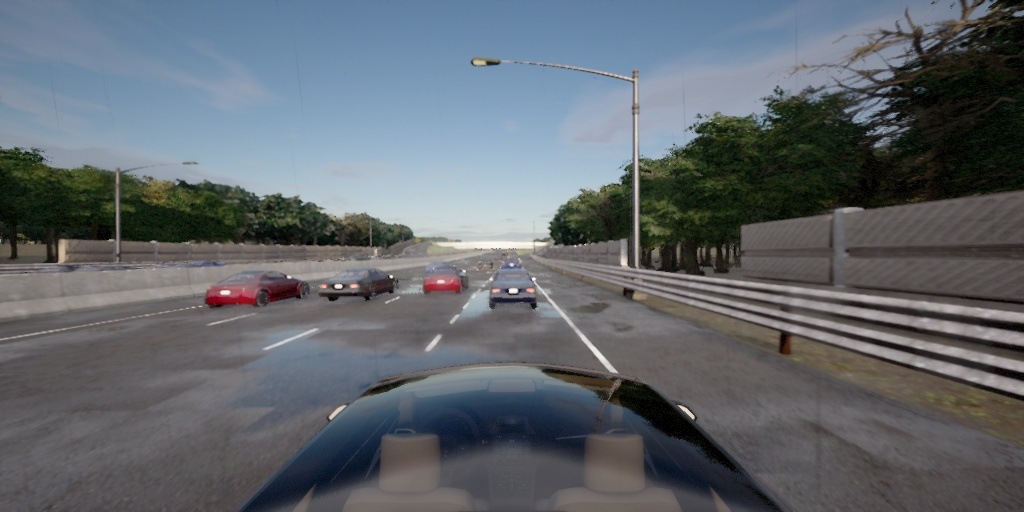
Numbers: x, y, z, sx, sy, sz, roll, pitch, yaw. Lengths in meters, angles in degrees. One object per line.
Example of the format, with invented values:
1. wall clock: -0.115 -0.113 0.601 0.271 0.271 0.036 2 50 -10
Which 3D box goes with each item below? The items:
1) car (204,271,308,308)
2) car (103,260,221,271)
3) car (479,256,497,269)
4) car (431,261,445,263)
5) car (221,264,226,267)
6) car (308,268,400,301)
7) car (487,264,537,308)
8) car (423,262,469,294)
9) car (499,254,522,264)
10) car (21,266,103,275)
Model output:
1. car: -10.463 1.296 15.091 1.994 1.385 4.181 0 0 0
2. car: -21.185 1.228 22.086 2.128 1.511 4.902 0 0 0
3. car: -3.589 1.062 50.574 2.128 1.511 4.902 0 0 0
4. car: -7.009 1.191 34.555 2.033 1.411 5.357 0 0 0
5. car: -31.696 1.187 36.523 1.882 1.535 5.008 0 0 0
6. car: -6.969 1.261 16.914 2.033 1.411 5.357 0 0 0
7. car: 0.035 1.249 14.991 2.033 1.411 5.357 0 0 0
8. car: -3.583 1.256 20.015 1.994 1.385 4.181 0 0 0
9. car: -0.008 0.959 38.613 2.097 1.767 4.553 0 0 0
10. car: -24.687 1.296 21.511 2.033 1.411 5.357 0 0 0
